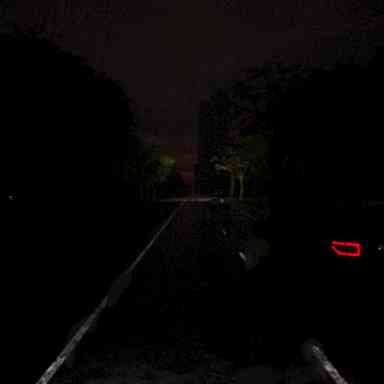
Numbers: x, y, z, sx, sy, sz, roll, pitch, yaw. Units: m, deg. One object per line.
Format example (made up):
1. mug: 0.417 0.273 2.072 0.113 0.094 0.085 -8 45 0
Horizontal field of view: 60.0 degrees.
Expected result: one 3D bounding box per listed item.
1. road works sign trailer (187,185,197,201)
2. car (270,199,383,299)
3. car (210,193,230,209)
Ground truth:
1. road works sign trailer: -0.039 0.282 75.403 2.380 3.560 2.880 0 0 0
2. car: 3.596 1.190 8.505 2.150 2.045 5.566 0 0 0
3. car: 3.577 1.092 42.387 2.150 2.045 5.566 0 0 0
